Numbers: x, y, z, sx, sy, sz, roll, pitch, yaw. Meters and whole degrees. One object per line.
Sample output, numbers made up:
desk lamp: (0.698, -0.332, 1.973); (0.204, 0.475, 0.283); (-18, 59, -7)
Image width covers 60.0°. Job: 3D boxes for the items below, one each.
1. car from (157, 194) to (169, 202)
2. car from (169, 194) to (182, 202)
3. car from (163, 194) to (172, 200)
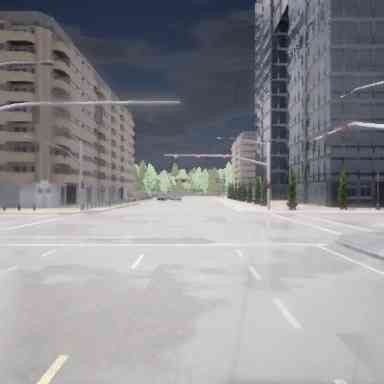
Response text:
car: (-6.994, 1.458, 76.681); (2.033, 1.411, 5.357); (0, 0, 1)
car: (-3.494, 1.274, 76.667); (2.097, 1.767, 4.553); (0, 0, 1)
car: (-6.787, 1.351, 93.222); (2.097, 1.767, 4.553); (0, 0, 1)
